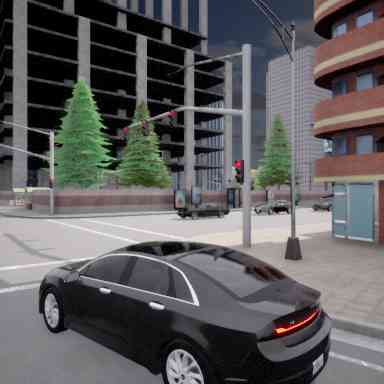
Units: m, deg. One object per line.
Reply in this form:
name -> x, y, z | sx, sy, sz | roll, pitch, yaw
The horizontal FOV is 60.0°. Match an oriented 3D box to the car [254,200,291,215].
car -> 8.563, 1.547, 34.501 | 4.902, 1.511, 2.128 | 0, 0, -36

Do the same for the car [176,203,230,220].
car -> 0.983, 1.656, 29.065 | 4.718, 1.301, 1.895 | 0, 0, -36

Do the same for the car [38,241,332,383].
car -> -0.534, 1.505, 5.001 | 4.892, 1.490, 1.837 | 0, 0, 41

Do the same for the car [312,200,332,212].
car -> 16.646, 1.407, 40.273 | 4.553, 1.767, 2.097 | 0, 0, -35
